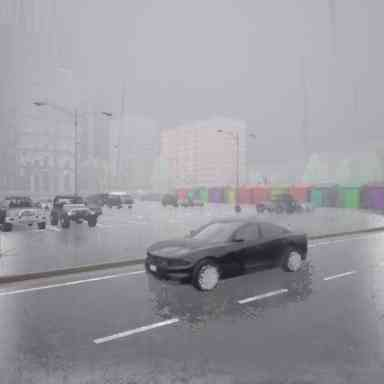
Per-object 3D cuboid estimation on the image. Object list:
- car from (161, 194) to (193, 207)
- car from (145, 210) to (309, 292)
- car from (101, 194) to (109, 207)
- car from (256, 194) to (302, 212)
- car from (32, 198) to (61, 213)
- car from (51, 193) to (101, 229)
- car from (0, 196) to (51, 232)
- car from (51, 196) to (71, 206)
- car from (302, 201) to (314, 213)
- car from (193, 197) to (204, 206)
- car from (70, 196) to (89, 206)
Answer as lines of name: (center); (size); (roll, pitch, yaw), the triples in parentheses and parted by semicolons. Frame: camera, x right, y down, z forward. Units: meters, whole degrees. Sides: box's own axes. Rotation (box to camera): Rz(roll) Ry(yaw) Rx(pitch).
car: (-2.404, 1.153, 46.358); (1.932, 1.855, 4.605); (0, 0, -37)
car: (1.122, 1.477, 9.134); (5.008, 1.535, 1.882); (0, 0, -36)
car: (-15.932, 1.153, 54.998); (1.932, 1.855, 4.605); (0, 0, -37)
car: (8.206, 1.156, 32.415); (1.905, 1.878, 3.866); (0, 0, -37)
car: (-15.808, 1.395, 36.069); (1.970, 1.475, 3.806); (0, 0, -37)
car: (-7.401, 1.156, 20.521); (1.905, 1.878, 3.866); (0, 0, -37)
car: (-9.740, 1.153, 18.814); (1.932, 1.855, 4.605); (0, 0, -37)
car: (-20.345, 1.395, 51.585); (1.970, 1.475, 3.806); (0, 0, -37)
car: (10.519, 1.395, 34.157); (1.970, 1.475, 3.806); (0, 0, -37)
car: (-0.058, 1.364, 48.058); (1.784, 1.438, 3.905); (0, 0, -37)
car: (-18.038, 1.364, 53.335); (1.784, 1.438, 3.905); (0, 0, -37)
